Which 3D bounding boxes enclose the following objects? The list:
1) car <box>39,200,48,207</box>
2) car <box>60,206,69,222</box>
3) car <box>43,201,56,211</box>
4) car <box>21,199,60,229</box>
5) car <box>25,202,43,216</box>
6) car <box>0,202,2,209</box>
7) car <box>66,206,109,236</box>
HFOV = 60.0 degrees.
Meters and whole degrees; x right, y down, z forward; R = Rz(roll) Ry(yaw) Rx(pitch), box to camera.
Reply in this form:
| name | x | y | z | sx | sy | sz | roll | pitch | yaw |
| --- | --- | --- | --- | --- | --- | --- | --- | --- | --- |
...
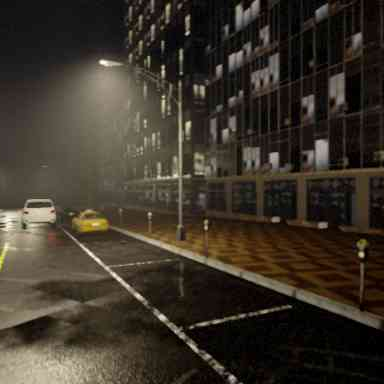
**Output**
| name | x | y | z | sx | sy | sz | roll | pitch | yaw |
| --- | --- | --- | --- | --- | --- | --- | --- | --- | --- |
| car | -33.757 | 2.604 | 75.498 | 1.802 | 1.307 | 4.206 | -2 | 0 | -26 |
| car | -11.210 | 1.938 | 30.176 | 1.947 | 1.339 | 4.313 | -2 | 0 | -26 |
| car | -23.813 | 2.257 | 55.506 | 1.752 | 1.417 | 4.829 | -2 | 0 | -26 |
| car | -11.450 | 1.552 | 24.840 | 2.150 | 2.045 | 5.566 | 0 | 0 | -26 |
| car | -19.382 | 2.031 | 40.798 | 1.882 | 1.535 | 5.008 | 0 | -1 | -26 |
| car | -36.250 | 2.477 | 61.693 | 2.008 | 1.369 | 4.403 | -2 | 0 | -26 |
| car | -6.277 | 1.760 | 20.258 | 1.752 | 1.417 | 4.829 | -2 | 0 | -26 |
